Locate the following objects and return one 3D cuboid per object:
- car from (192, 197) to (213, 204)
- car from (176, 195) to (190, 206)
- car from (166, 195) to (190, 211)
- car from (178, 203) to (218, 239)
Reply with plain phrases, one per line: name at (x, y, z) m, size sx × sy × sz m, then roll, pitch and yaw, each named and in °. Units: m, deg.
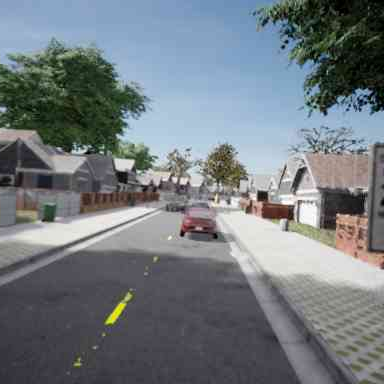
car at (0.990, 1.607, 38.081) m, size 2.128 × 1.511 × 4.902 m, roll 4°, pitch 0°, yaw 2°
car at (-1.374, 1.222, 50.715) m, size 1.812 × 1.442 × 4.674 m, roll 4°, pitch 0°, yaw 2°
car at (-1.749, 1.292, 37.945) m, size 2.097 × 1.767 × 4.553 m, roll 4°, pitch 0°, yaw 2°
car at (0.411, 1.580, 18.076) m, size 1.812 × 1.442 × 4.674 m, roll 4°, pitch 0°, yaw 2°
